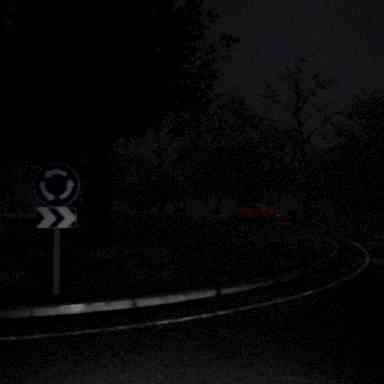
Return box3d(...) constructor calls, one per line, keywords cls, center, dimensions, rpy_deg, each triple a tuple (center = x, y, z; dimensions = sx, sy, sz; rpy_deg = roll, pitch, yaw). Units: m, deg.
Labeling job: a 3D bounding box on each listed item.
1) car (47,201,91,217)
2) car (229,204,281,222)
box3d(cls="car", center=(-12.544, 1.691, 32.960), dimensions=(5.008, 1.535, 1.882), rpy_deg=(1, -1, -22))
box3d(cls="car", center=(5.593, 1.788, 30.026), dimensions=(1.882, 1.535, 5.008), rpy_deg=(2, -1, -43))
